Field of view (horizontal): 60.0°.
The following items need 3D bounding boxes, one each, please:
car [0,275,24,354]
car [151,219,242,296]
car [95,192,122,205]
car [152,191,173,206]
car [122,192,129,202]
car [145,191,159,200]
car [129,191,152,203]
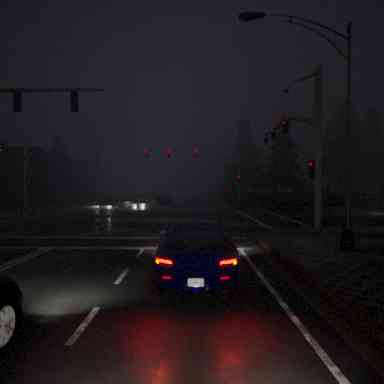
[{"bbox_3d":[-3.441,1.456,3.047,1.837,1.490,4.892,0,1,0],"label":"car"},{"bbox_3d":[0.131,1.398,8.180,1.812,1.442,4.674,0,1,2],"label":"car"},{"bbox_3d":[-10.623,0.879,42.027,1.812,1.442,4.674,0,1,0],"label":"car"},{"bbox_3d":[-3.444,0.844,41.142,1.882,1.535,5.008,0,1,0],"label":"car"},{"bbox_3d":[-10.625,0.670,52.462,1.882,1.535,5.008,0,1,0],"label":"car"},{"bbox_3d":[-7.083,0.586,59.804,1.837,1.490,4.892,0,1,0],"label":"car"},{"bbox_3d":[-7.108,0.765,47.246,2.128,1.511,4.902,0,1,0],"label":"car"}]
